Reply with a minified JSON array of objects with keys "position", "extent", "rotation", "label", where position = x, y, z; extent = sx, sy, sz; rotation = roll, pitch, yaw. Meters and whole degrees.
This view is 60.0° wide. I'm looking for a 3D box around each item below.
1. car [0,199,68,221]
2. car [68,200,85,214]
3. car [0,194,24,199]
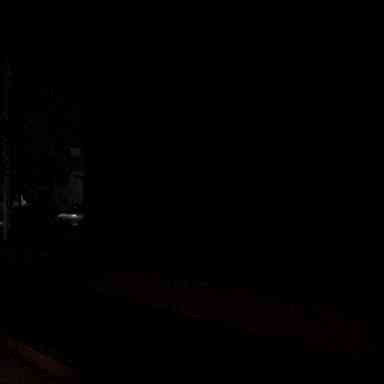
[{"position":[-13.128,1.526,27.613],"extent":[1.812,1.442,4.674],"rotation":[0,0,34],"label":"car"},{"position":[-11.613,1.526,36.329],"extent":[1.812,1.442,4.674],"rotation":[0,0,31],"label":"car"},{"position":[-16.963,1.221,28.169],"extent":[2.150,2.045,5.566],"rotation":[0,0,35],"label":"car"}]
